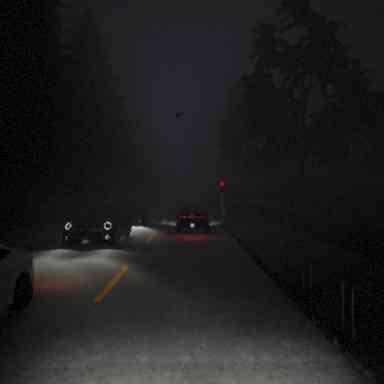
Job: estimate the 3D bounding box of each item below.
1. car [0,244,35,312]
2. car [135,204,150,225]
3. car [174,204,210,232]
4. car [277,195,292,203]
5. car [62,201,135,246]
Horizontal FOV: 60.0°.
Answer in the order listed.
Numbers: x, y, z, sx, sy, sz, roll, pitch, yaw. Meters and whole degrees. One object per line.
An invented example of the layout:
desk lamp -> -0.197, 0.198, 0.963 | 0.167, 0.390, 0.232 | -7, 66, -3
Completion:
car -> -4.100, 1.524, 5.082 | 1.812, 1.442, 4.674 | 0, 0, 0
car -> -4.106, 1.551, 23.515 | 1.994, 1.385, 4.181 | 0, 0, 0
car -> 0.009, 1.484, 19.744 | 1.837, 1.490, 4.892 | 0, 0, 0
car -> 15.524, 1.226, 56.389 | 1.994, 1.381, 4.181 | 0, 0, 0
car -> -4.155, 1.340, 15.165 | 2.097, 1.767, 4.553 | 0, 0, 0
